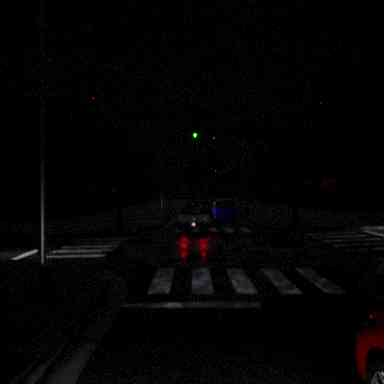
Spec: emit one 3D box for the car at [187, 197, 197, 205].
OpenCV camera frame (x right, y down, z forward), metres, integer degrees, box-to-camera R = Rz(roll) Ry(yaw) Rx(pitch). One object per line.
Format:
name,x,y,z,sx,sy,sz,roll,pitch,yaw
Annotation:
car,-0.001,1.760,68.156,2.128,1.511,4.902,0,0,0

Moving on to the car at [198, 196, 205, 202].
car,2.624,1.949,92.488,2.008,1.369,4.403,-1,0,0

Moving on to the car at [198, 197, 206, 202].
car,2.624,1.909,87.082,1.887,1.381,4.507,-1,0,0

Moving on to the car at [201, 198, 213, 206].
car,2.626,1.762,60.050,1.887,1.381,4.507,-1,0,0

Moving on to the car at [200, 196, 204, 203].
car,2.626,1.743,54.643,2.008,1.369,4.403,-1,0,0

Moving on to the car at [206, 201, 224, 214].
car,2.627,1.705,38.424,1.802,1.307,4.206,-1,0,0

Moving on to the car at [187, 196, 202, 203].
car,0.099,1.741,51.134,1.994,1.385,4.181,0,0,0

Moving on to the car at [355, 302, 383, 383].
car,2.626,1.319,1.251,2.192,1.841,5.009,-1,0,0

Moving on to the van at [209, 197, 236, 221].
van,2.625,1.424,27.613,1.690,1.788,3.998,-1,0,0

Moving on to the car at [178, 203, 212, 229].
car,0.101,1.665,22.243,1.895,1.301,4.718,0,0,0

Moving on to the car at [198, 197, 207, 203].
car,2.625,1.883,81.676,2.008,1.369,4.403,-1,0,0

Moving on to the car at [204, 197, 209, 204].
car,2.624,1.417,33.019,2.192,1.841,5.009,-1,0,0

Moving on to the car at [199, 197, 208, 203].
car,2.625,1.867,76.269,1.947,1.339,4.313,-1,0,0
